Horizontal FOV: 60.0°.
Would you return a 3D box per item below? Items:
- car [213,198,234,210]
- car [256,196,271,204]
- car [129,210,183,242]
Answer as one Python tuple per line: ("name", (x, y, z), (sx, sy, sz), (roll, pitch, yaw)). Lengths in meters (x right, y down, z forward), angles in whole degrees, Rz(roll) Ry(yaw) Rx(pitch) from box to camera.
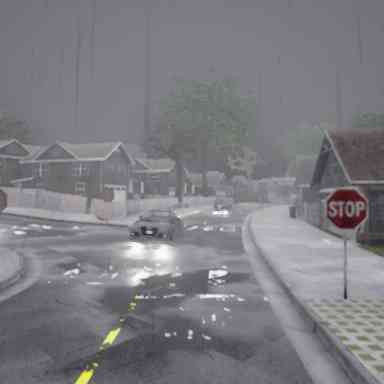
("car", (4.075, 1.587, 42.500), (2.128, 1.511, 4.902), (0, 1, 18))
("car", (14.403, 1.577, 66.918), (2.097, 1.767, 4.553), (-1, -1, 29))
("car", (-1.616, 1.596, 16.403), (1.994, 1.385, 4.181), (2, -1, 7))
